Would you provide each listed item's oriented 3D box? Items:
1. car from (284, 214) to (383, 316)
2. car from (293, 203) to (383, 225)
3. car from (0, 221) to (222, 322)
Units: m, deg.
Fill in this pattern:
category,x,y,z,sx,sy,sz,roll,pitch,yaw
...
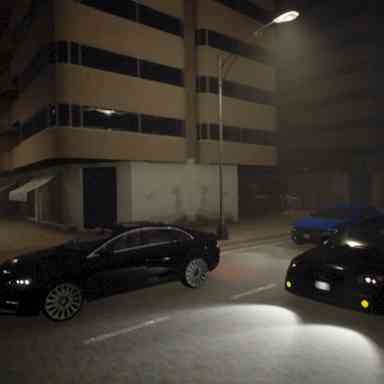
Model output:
category,x,y,z,sx,sy,sz,roll,pitch,yaw
car,3.846,1.411,7.039,4.181,1.385,1.994,-2,1,-38
car,5.938,1.214,13.107,5.008,1.535,1.882,-2,1,-38
car,-1.555,1.438,7.284,4.902,1.511,2.128,-2,1,-37
